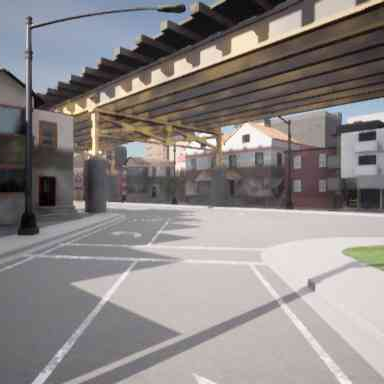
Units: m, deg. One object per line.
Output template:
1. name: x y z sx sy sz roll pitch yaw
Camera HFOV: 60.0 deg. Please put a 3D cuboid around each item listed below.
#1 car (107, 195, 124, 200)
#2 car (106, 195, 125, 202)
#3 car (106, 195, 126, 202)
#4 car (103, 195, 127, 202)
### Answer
1. car: -17.482 1.250 76.183 1.853 1.218 4.536 0 0 15
2. car: -17.496 1.408 76.133 2.038 1.542 4.974 0 0 15
3. car: -16.769 1.250 72.477 4.536 1.218 1.853 0 0 -15
4. car: -16.819 1.407 72.464 4.974 1.542 2.038 0 0 -15
